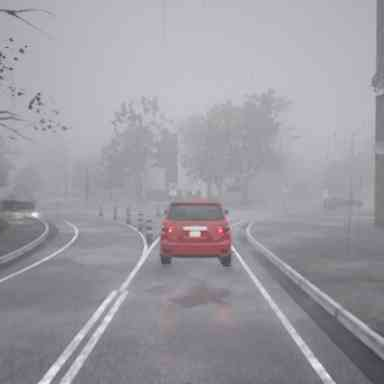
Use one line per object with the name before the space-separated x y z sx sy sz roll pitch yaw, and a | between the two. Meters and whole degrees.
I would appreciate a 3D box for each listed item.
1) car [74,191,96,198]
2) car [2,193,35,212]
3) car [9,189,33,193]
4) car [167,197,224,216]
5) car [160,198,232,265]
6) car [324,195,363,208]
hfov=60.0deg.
car | -21.502 0.517 66.811 1.994 1.385 4.181 1 2 39
car | -18.385 1.165 35.157 5.008 1.535 1.882 1 1 41
car | -26.615 0.572 51.456 2.150 2.045 5.566 0 1 1
car | 0.259 1.275 30.486 4.902 1.511 2.128 0 1 -9
car | 0.172 1.226 11.830 2.150 2.045 5.566 0 0 2
car | 18.083 1.126 39.773 4.674 1.442 1.812 0 1 -14
